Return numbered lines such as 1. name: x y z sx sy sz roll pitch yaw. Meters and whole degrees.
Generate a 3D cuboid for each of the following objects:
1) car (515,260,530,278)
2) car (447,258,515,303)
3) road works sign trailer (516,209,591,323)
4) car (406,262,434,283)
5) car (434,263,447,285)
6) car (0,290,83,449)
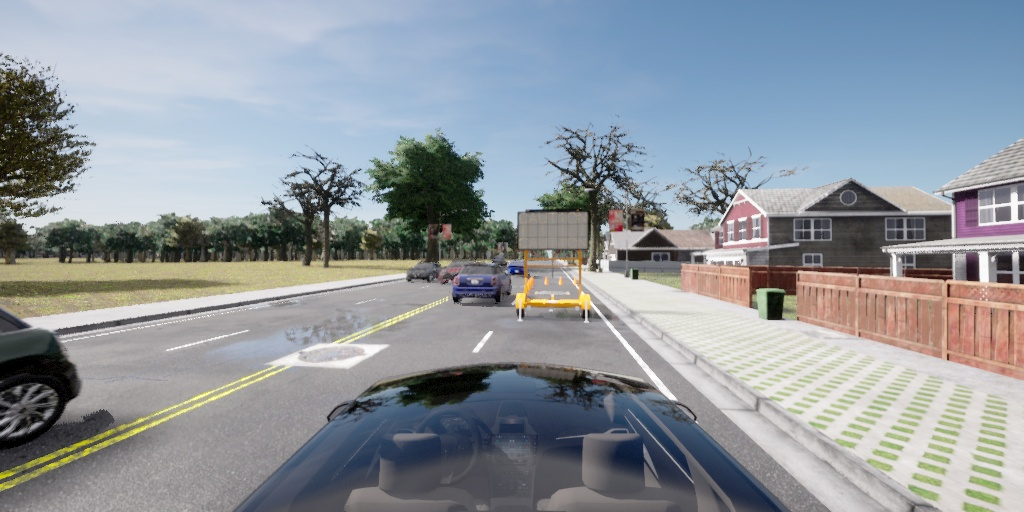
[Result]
1. car: 0.709 1.246 34.972 1.882 1.535 5.008 0 0 6
2. car: -1.277 1.103 16.820 2.097 1.767 4.553 0 0 6
3. road works sign trailer: 1.391 0.215 12.241 2.380 3.560 2.880 0 0 6
4. car: -6.755 1.264 28.356 1.837 1.490 4.892 0 0 6
5. car: -3.747 1.109 25.978 2.097 1.767 4.553 0 0 6
6. car: -6.339 1.100 2.281 2.097 1.767 4.553 0 0 6
